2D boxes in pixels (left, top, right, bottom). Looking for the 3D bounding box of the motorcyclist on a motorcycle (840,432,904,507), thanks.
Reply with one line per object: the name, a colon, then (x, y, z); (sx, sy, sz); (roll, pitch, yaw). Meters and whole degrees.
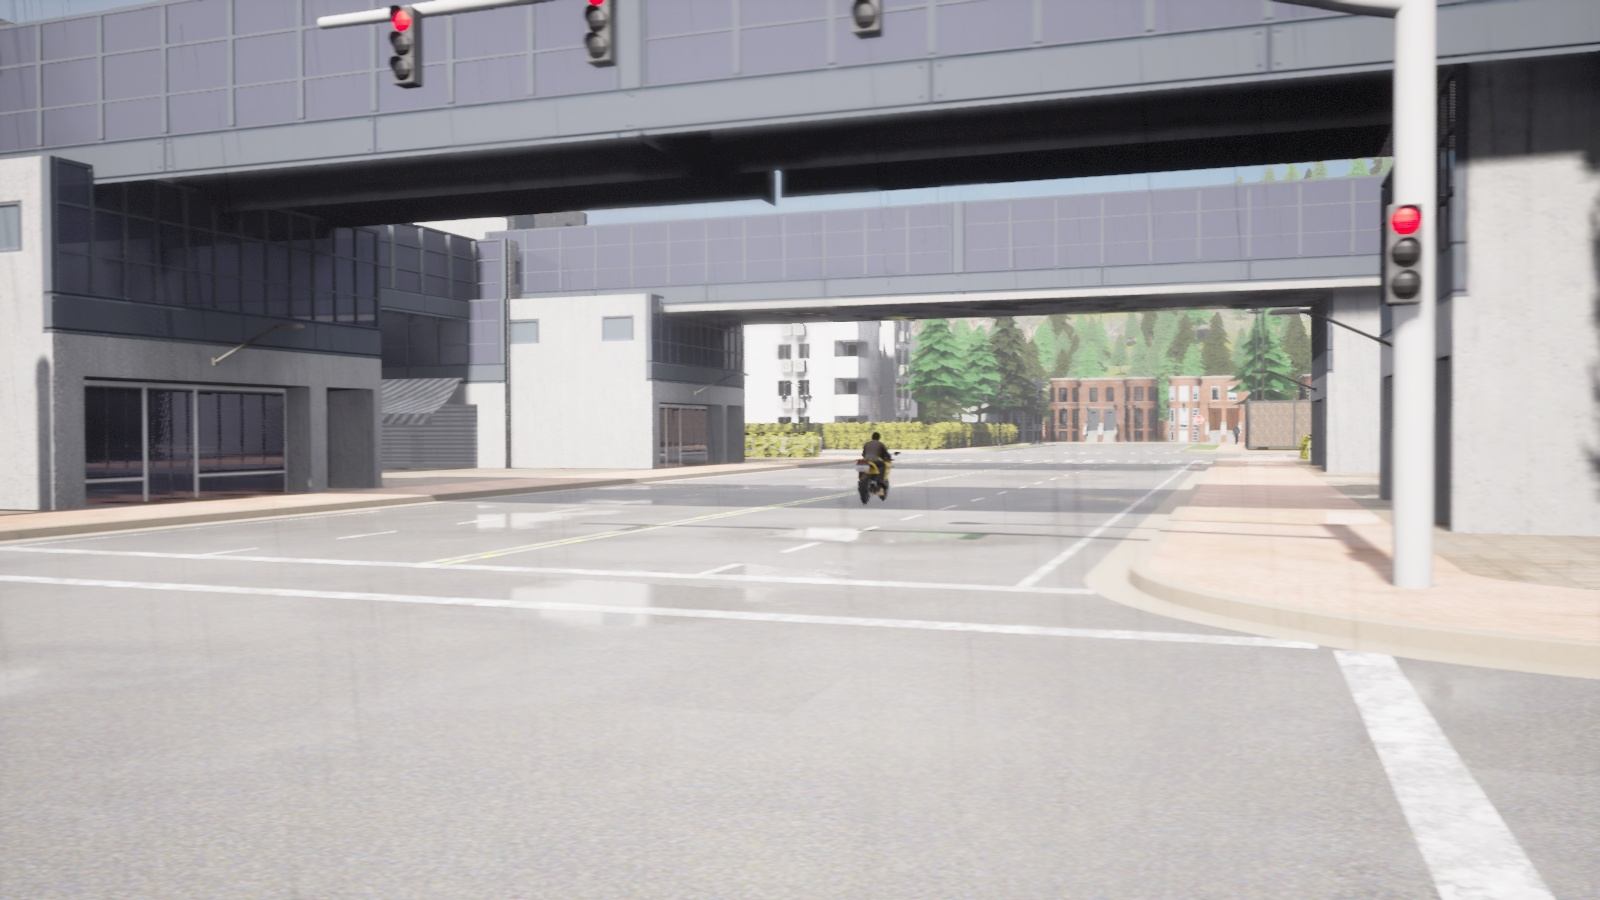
motorcyclist on a motorcycle: (1.548, 0.389, 26.590); (0.797, 1.523, 2.044); (1, 1, 19)
